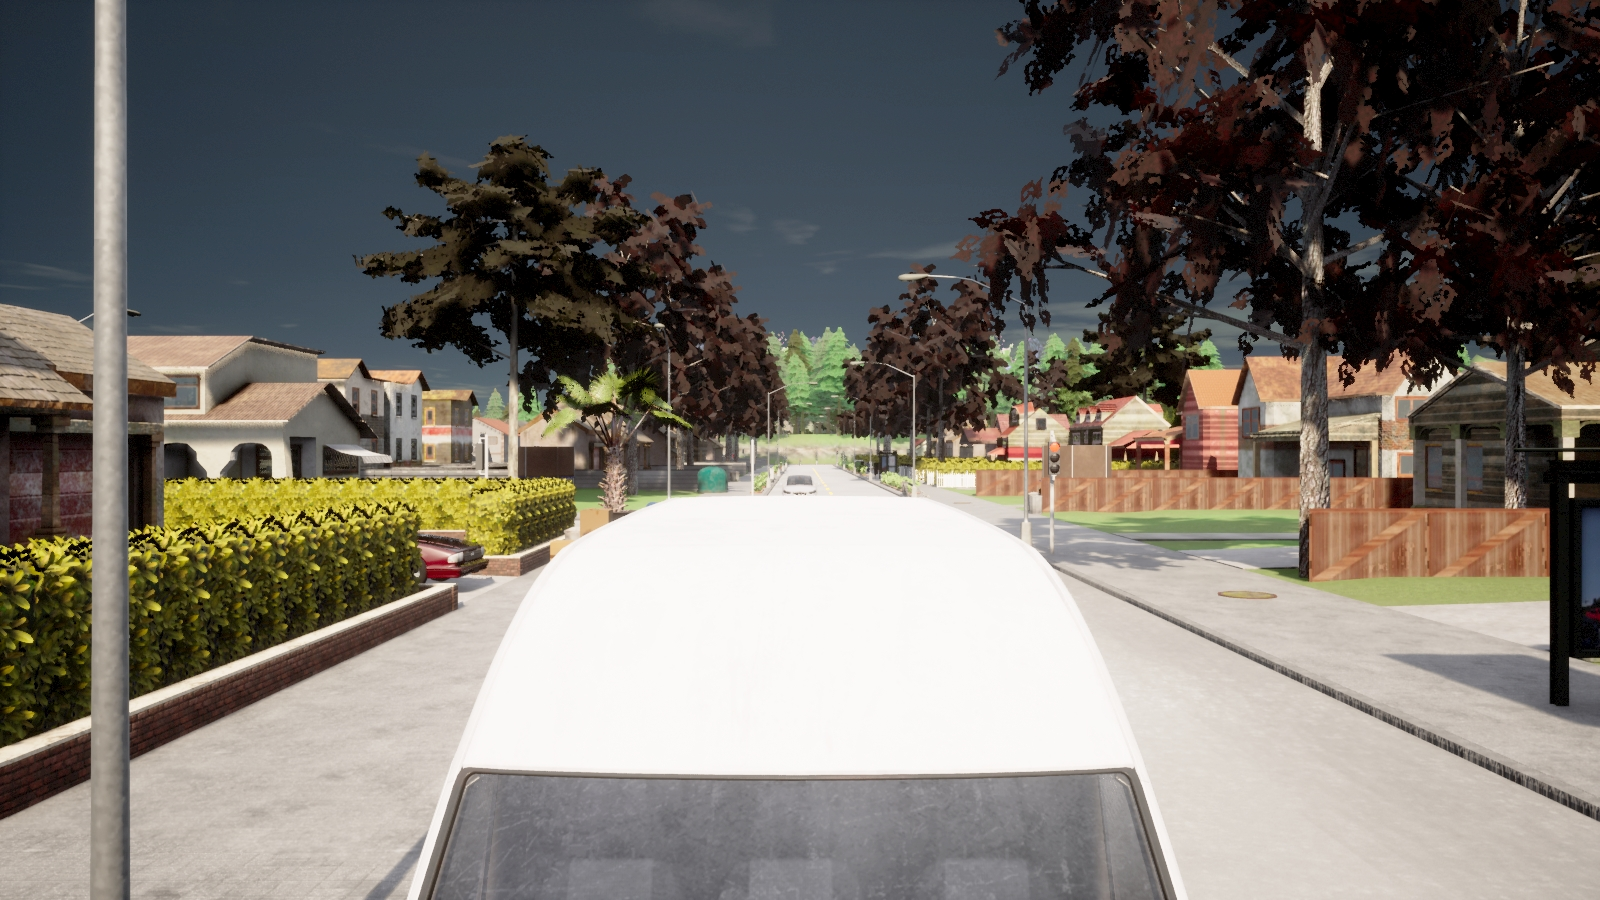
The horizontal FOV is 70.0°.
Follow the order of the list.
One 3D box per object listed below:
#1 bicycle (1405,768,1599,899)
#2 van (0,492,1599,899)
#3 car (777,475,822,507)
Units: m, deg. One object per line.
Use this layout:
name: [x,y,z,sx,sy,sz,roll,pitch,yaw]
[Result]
bicycle: [2.687,2.062,3.843,0.329,1.471,1.835,0,0,0]
van: [0.002,1.537,4.030,1.988,2.561,5.915,0,0,0]
car: [-0.014,2.085,59.093,2.231,1.480,4.892,0,0,0]
